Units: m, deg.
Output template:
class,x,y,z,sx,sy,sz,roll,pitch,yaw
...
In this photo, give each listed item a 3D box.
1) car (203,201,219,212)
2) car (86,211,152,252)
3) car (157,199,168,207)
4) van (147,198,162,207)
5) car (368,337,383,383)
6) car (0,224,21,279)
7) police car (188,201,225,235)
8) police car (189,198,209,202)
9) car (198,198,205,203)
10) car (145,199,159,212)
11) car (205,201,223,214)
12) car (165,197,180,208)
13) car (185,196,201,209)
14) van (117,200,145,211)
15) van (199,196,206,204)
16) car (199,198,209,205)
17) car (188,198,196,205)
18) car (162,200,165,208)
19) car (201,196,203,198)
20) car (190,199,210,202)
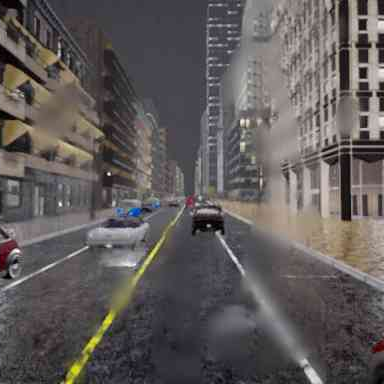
class,x,y,z,sx,sy,sz,roll,pitch,yaw
car,2.703,1.966,47.262,2.008,1.369,4.403,1,0,0
car,-3.100,1.739,14.674,1.895,1.301,4.718,0,-1,0
car,-5.678,2.131,64.472,1.802,1.307,4.206,1,0,0
van,-5.673,1.757,47.380,1.690,1.788,3.998,1,0,0
car,2.705,1.458,1.677,1.967,1.590,4.097,1,-1,0
car,-5.675,1.513,7.486,1.967,1.590,4.097,1,-1,0
police car,0.899,1.613,20.297,1.930,1.638,5.238,0,0,0
police car,0.899,1.750,36.299,1.930,1.638,5.238,0,0,0
car,2.678,2.323,92.845,1.947,1.339,4.313,1,0,0
car,-5.677,1.935,41.681,1.947,1.339,4.313,1,0,0
car,2.703,1.919,41.565,2.008,1.369,4.403,1,0,0
car,-3.063,2.054,56.781,1.994,1.385,4.181,0,0,0
car,-0.002,1.703,55.667,2.150,2.045,5.566,0,0,0
van,-5.673,1.614,30.283,1.690,1.788,3.998,1,0,0
van,2.716,2.058,87.149,1.690,1.788,3.998,1,0,0
car,2.703,2.184,75.752,2.008,1.369,4.403,1,0,0
car,-0.002,2.001,70.638,1.837,1.490,4.892,0,0,0
car,-5.677,2.056,58.775,2.008,1.369,4.403,1,0,0
car,2.707,1.906,70.056,2.192,1.841,5.009,1,0,0
car,0.899,1.729,30.379,1.801,1.575,5.366,0,0,0
